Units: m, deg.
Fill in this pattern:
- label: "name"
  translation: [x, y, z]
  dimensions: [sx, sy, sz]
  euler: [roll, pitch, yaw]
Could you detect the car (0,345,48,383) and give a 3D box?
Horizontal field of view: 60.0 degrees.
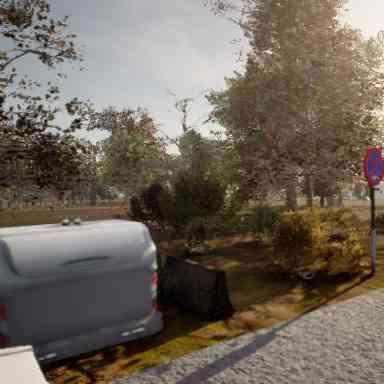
- label: "car"
  translation: [-2.867, 1.603, 1.027]
  dimensions: [4.718, 1.301, 1.895]
  euler: [0, 0, -35]
